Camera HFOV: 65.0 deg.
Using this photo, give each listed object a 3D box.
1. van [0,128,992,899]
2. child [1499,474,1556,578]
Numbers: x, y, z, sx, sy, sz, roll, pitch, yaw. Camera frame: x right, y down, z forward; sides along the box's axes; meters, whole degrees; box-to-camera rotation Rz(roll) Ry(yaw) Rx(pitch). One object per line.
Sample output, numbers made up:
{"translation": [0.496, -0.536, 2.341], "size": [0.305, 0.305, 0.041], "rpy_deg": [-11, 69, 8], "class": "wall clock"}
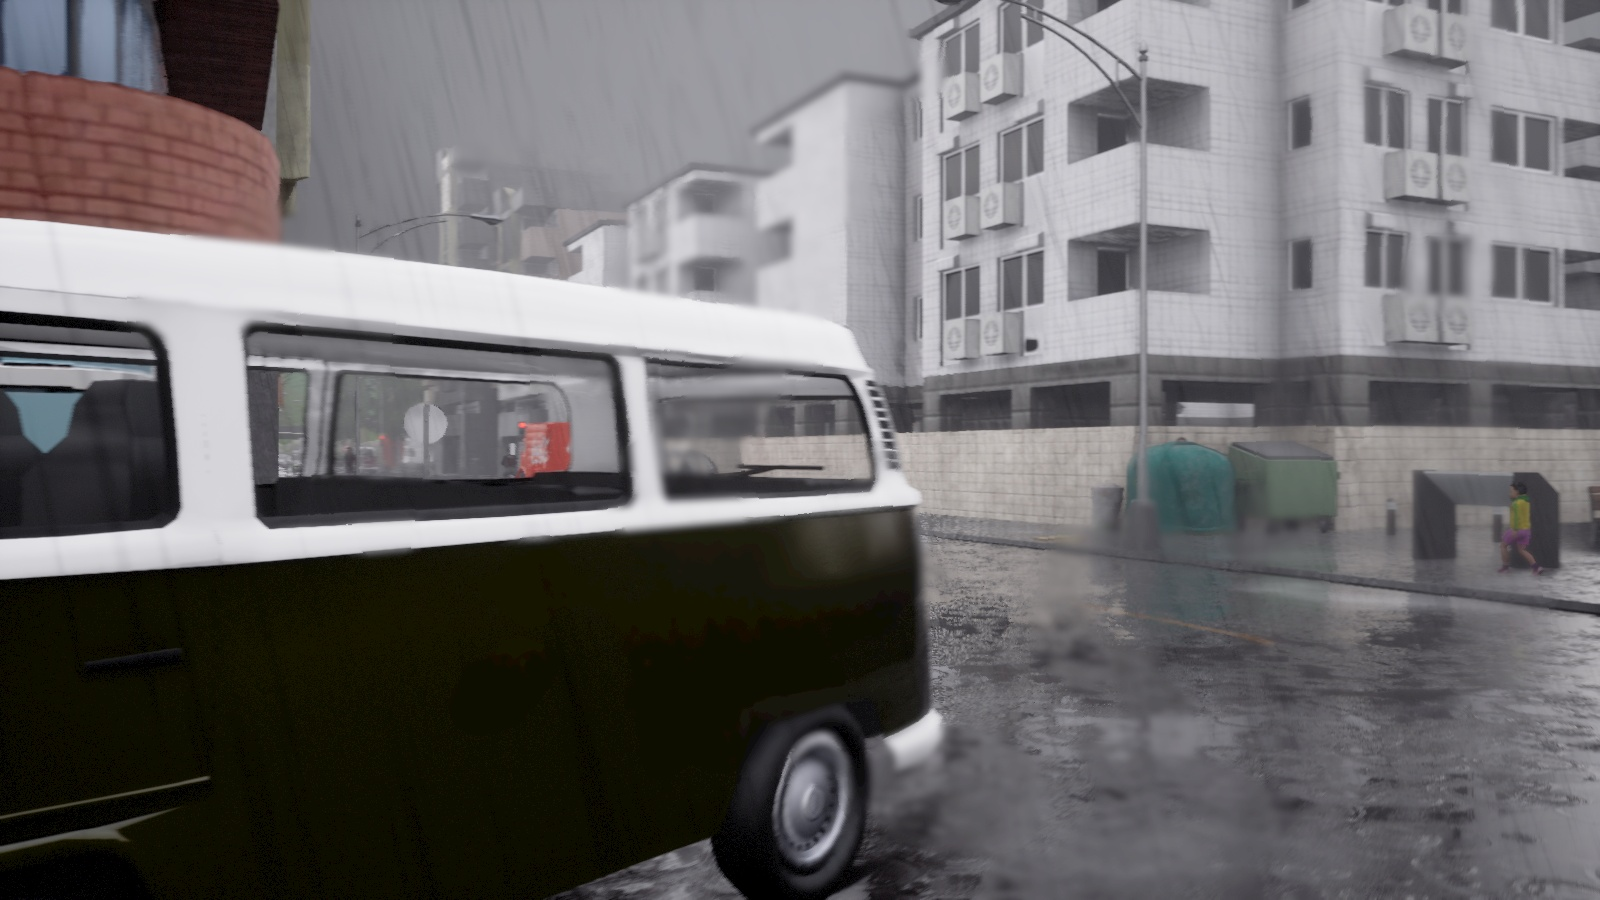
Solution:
{"translation": [-1.476, 0.488, 3.509], "size": [2.069, 2.038, 4.480], "rpy_deg": [1, 0, 37], "class": "van"}
{"translation": [8.313, 0.858, 14.349], "size": [0.299, 1.160, 0.473], "rpy_deg": [0, 0, -30], "class": "child"}
